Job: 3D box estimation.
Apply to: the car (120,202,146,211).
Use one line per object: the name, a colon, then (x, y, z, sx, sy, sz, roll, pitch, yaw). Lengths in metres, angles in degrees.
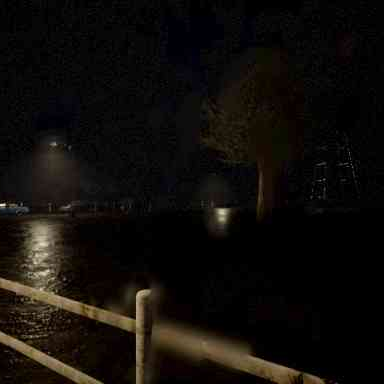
car: (-9.233, 2.259, 52.274, 1.812, 1.442, 4.674, -2, -2, 36)

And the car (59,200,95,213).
car: (-15.169, 1.912, 44.032, 2.097, 1.767, 4.553, -2, -2, 36)

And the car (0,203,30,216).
car: (-20.707, 1.951, 36.325, 2.033, 1.411, 5.357, -2, -2, 35)

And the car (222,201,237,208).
car: (7.688, 2.627, 69.501, 1.994, 1.385, 4.181, -2, -2, 36)
